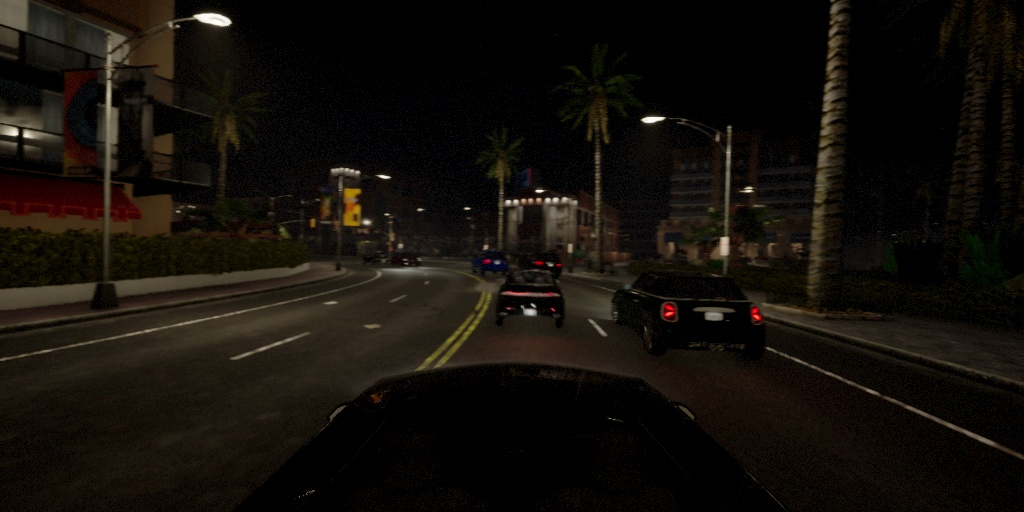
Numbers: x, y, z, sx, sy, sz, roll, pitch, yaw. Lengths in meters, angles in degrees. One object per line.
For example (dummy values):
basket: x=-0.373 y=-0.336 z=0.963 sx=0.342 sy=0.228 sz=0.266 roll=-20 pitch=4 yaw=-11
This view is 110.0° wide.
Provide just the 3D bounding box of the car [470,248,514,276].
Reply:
car: x=-1.939 y=0.584 z=30.302 sx=2.150 sy=2.045 sz=5.566 roll=2 pitch=1 yaw=-17

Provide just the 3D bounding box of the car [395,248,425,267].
car: x=-12.517 y=0.336 z=42.156 sx=2.097 sy=1.767 sz=4.553 roll=1 pitch=1 yaw=-40

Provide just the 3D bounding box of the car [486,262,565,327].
car: x=0.526 y=1.143 z=11.253 sx=2.128 sy=1.511 sz=4.902 roll=2 pitch=1 yaw=2

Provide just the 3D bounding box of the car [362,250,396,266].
car: x=-15.169 y=0.230 z=39.873 sx=2.128 sy=1.511 sz=4.902 roll=1 pitch=1 yaw=-40

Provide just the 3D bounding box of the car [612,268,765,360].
car: x=3.902 y=1.122 z=8.797 sx=2.097 sy=1.767 sz=4.553 roll=1 pitch=1 yaw=4

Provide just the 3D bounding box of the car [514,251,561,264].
car: x=2.143 y=0.711 z=28.750 sx=2.150 sy=2.045 sz=5.566 roll=2 pitch=1 yaw=-15
